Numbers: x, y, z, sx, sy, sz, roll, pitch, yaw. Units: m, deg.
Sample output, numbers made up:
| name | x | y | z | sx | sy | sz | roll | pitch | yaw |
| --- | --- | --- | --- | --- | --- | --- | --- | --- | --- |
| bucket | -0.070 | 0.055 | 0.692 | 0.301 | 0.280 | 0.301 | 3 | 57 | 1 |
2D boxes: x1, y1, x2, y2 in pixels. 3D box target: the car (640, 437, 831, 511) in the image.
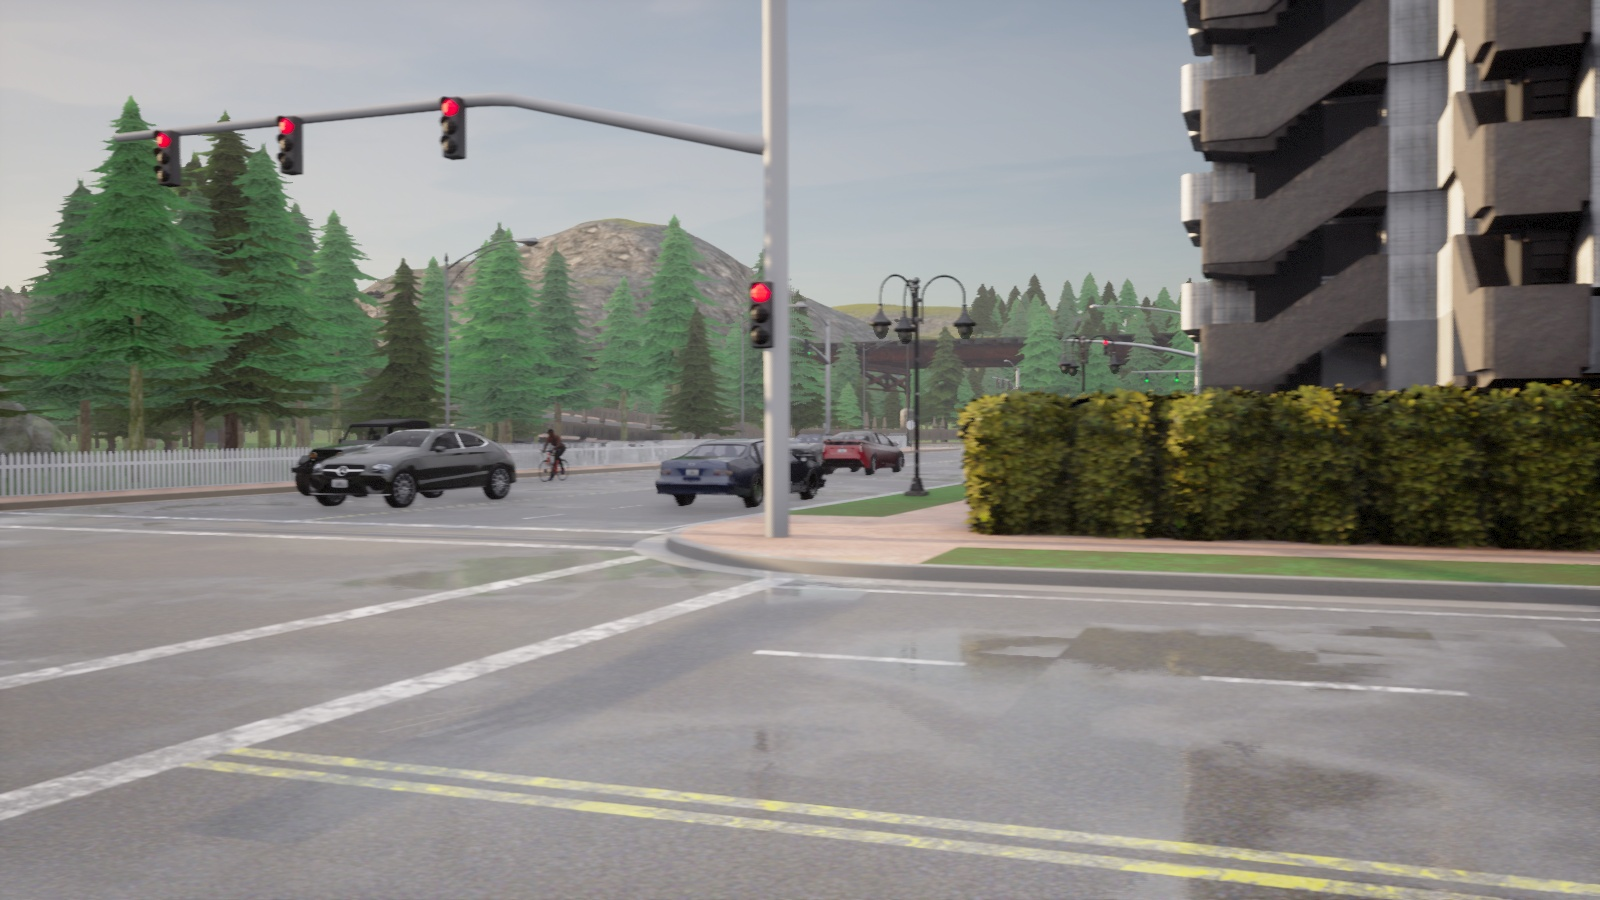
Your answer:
| name | x | y | z | sx | sy | sz | roll | pitch | yaw |
| --- | --- | --- | --- | --- | --- | --- | --- | --- | --- |
| car | -1.233 | 0.431 | 27.145 | 2.033 | 1.411 | 5.357 | 1 | 1 | 22 |

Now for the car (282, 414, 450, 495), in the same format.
| name | x | y | z | sx | sy | sz | roll | pitch | yaw |
| --- | --- | --- | --- | --- | --- | --- | --- | --- | --- |
| car | -10.788 | 0.074 | 31.511 | 1.905 | 1.878 | 3.866 | 1 | 1 | 22 |

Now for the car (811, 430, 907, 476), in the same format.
| name | x | y | z | sx | sy | sz | roll | pitch | yaw |
| --- | --- | --- | --- | --- | --- | --- | --- | --- | --- |
| car | 2.162 | 0.061 | 44.623 | 2.007 | 1.525 | 4.514 | 1 | 1 | 22 |

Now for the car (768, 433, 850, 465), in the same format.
| name | x | y | z | sx | sy | sz | roll | pitch | yaw |
| --- | --- | --- | --- | --- | --- | --- | --- | --- | --- |
| car | 0.494 | -0.076 | 58.988 | 2.033 | 1.411 | 5.357 | 1 | 1 | 22 |

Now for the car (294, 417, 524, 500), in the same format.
| name | x | y | z | sx | sy | sz | roll | pitch | yaw |
| --- | --- | --- | --- | --- | --- | --- | --- | --- | --- |
| car | -8.504 | 0.124 | 27.859 | 2.152 | 1.651 | 5.027 | 1 | 1 | 22 |

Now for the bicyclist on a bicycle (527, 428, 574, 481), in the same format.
| name | x | y | z | sx | sy | sz | roll | pitch | yaw |
| --- | --- | --- | --- | --- | --- | --- | --- | --- | --- |
| bicyclist on a bicycle | -7.731 | 0.122 | 38.959 | 0.582 | 1.620 | 1.656 | 1 | 1 | 22 |
